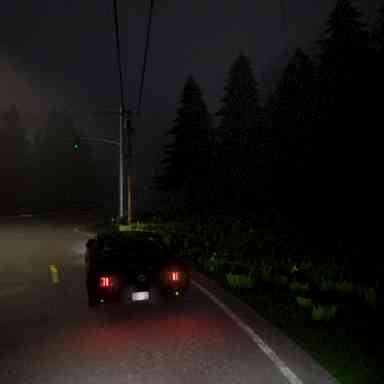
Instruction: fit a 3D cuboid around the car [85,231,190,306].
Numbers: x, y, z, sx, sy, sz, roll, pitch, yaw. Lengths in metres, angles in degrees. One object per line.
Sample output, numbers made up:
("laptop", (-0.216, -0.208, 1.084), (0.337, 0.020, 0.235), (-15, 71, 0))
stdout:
("car", (-1.615, 1.601, 8.148), (1.895, 1.301, 4.718), (0, 0, -18))
